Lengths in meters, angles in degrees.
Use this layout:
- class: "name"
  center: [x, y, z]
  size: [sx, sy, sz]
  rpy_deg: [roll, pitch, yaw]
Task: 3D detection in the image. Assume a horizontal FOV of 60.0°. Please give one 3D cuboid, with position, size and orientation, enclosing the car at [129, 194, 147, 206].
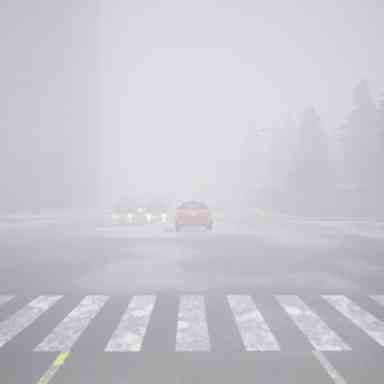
- class: "car"
  center: [-8.887, 1.258, 54.785]
  size: [2.097, 1.767, 4.553]
  rpy_deg: [0, 0, -21]

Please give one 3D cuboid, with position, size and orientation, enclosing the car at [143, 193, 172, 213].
- class: "car"
  center: [-3.644, 1.290, 36.007]
  size: [2.097, 1.767, 4.553]
  rpy_deg: [0, 0, -1]

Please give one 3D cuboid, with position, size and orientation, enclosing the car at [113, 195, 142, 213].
- class: "car"
  center: [-7.145, 1.290, 36.133]
  size: [2.097, 1.767, 4.553]
  rpy_deg: [0, 0, 0]

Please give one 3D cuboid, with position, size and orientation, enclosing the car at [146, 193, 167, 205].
- class: "car"
  center: [-6.300, 1.123, 58.140]
  size: [2.150, 2.045, 5.566]
  rpy_deg: [0, 0, -23]

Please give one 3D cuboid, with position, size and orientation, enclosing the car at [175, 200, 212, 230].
- class: "car"
  center: [0.081, 1.320, 20.717]
  size: [2.097, 1.767, 4.553]
  rpy_deg: [0, 0, 0]
